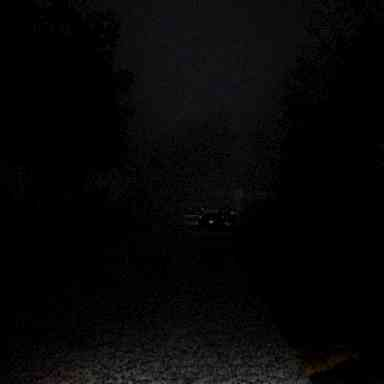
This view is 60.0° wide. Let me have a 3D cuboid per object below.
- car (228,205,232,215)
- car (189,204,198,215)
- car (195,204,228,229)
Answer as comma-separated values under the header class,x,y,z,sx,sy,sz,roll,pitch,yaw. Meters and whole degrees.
class,x,y,z,sx,sy,sz,roll,pitch,yaw
car,3.900,2.131,41.724,1.994,1.385,4.181,0,0,10
car,0.889,2.128,41.675,1.895,1.301,4.718,1,0,10
car,1.461,1.819,23.969,1.812,1.442,4.674,0,-1,5
